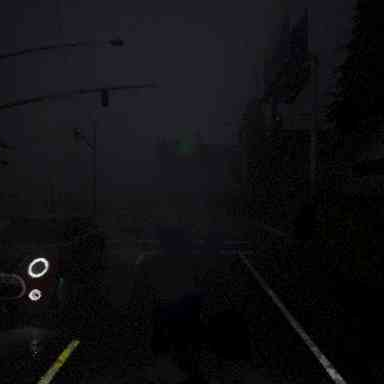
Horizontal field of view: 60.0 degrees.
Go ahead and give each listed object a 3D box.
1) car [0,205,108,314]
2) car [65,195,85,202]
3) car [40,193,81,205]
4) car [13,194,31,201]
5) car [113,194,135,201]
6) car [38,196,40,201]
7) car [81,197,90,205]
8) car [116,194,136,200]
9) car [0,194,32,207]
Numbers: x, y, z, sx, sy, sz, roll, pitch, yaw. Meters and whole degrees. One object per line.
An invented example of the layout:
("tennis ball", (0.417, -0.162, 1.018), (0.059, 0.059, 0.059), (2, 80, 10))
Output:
("car", (-3.524, 1.351, 7.860), (2.097, 1.767, 4.553), (0, 0, 1))
("car", (-23.984, 1.317, 68.257), (3.633, 1.501, 1.845), (0, 0, 0))
("car", (-16.739, 1.075, 42.558), (3.866, 1.878, 1.905), (0, 0, 0))
("car", (-42.472, 1.370, 83.137), (3.633, 1.501, 1.845), (0, 0, 0))
("car", (-16.370, 1.327, 80.142), (5.027, 1.636, 2.152), (0, 0, 0))
("car", (-23.975, 1.296, 58.264), (4.514, 1.523, 2.007), (0, 0, 0))
("car", (-16.145, 1.359, 45.885), (3.806, 1.475, 1.970), (0, 0, 0))
("car", (-16.439, 1.336, 83.279), (4.514, 1.523, 2.007), (0, 0, 0))
("car", (-24.624, 1.095, 45.804), (4.605, 1.855, 1.932), (0, 0, 0))
